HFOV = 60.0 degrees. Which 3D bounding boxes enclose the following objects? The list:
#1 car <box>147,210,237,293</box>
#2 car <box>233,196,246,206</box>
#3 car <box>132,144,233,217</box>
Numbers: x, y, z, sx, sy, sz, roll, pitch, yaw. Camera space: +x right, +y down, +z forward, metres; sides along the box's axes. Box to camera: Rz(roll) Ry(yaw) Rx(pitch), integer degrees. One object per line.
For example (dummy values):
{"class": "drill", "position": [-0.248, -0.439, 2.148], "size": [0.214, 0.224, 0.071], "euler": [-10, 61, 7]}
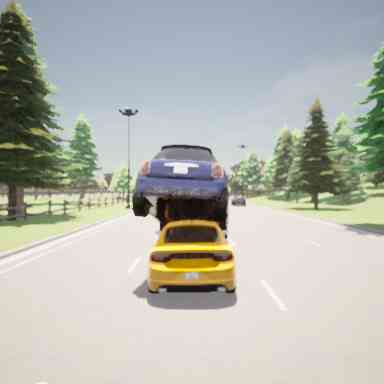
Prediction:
{"class": "car", "position": [-0.003, 1.459, 8.794], "size": [1.882, 1.535, 5.008], "euler": [-1, 0, 0]}
{"class": "car", "position": [7.005, 1.309, 50.236], "size": [2.128, 1.511, 4.902], "euler": [0, 0, 0]}
{"class": "car", "position": [-0.028, 0.076, 9.160], "size": [2.097, 1.767, 4.553], "euler": [3, -14, 7]}
